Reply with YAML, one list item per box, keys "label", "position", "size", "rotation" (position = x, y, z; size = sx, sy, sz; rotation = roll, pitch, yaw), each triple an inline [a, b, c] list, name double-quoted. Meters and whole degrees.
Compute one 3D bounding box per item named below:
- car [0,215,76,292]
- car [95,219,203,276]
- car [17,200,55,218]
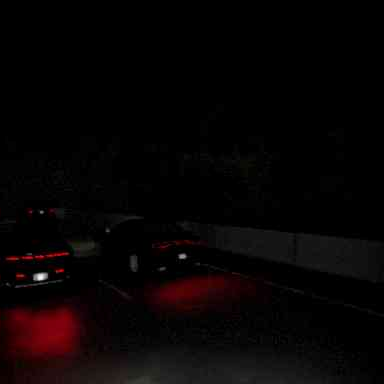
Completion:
- label: "car"
  position: [-4.651, 1.617, 9.201]
  size: [1.837, 1.490, 4.892]
  rotation: [1, -1, -35]
- label: "car"
  position: [-1.653, 1.618, 11.020]
  size: [1.882, 1.535, 5.008]
  rotation: [1, -1, -35]
- label: "car"
  position: [-12.758, 1.655, 27.064]
  size: [2.150, 2.045, 5.566]
  rotation: [1, -1, -35]
